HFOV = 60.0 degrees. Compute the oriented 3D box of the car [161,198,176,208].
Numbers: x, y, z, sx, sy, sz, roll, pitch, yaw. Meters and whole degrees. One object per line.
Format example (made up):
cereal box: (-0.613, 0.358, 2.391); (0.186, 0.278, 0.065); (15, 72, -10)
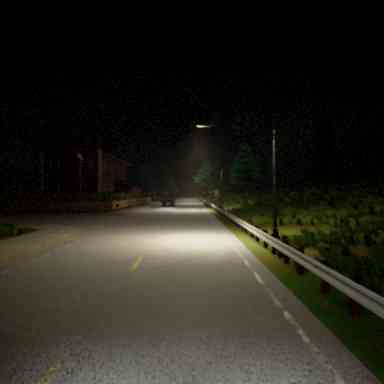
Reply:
car: (-3.584, 1.612, 51.316); (2.128, 1.511, 4.902); (0, 0, 0)
